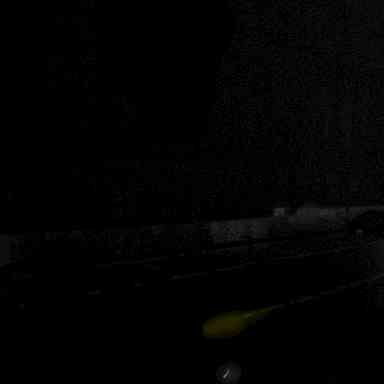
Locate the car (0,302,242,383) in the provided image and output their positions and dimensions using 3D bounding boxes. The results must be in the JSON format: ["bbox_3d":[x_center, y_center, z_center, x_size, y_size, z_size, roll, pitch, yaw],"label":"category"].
[{"bbox_3d":[-1.705,1.525,2.218,4.674,1.442,1.812,0,0,-35],"label":"car"}]

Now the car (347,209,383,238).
[{"bbox_3d":[9.998,1.567,17.645,4.313,1.339,1.947,0,0,-36],"label":"car"}]
